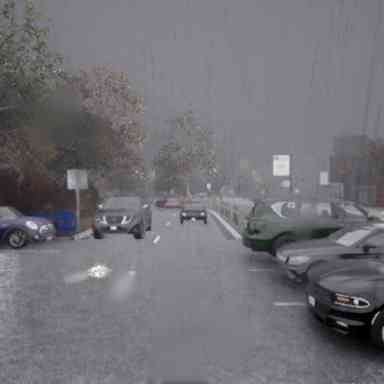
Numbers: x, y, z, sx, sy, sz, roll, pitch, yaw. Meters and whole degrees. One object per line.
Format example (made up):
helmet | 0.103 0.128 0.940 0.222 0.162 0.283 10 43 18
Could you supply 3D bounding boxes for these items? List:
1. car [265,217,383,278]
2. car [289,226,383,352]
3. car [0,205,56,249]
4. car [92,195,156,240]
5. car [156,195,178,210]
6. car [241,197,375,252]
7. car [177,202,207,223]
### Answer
car | 4.419 1.499 8.173 4.674 1.452 2.002 0 0 0
car | 4.421 1.467 5.345 5.008 1.535 2.097 0 0 0
car | -8.094 1.308 13.742 4.553 1.767 2.185 0 -1 0
car | -3.339 1.168 16.960 2.150 2.045 5.566 0 0 0
car | -3.130 1.372 40.632 1.994 1.385 4.181 0 0 -31
car | 4.445 1.198 10.997 5.566 2.045 2.435 0 0 0
car | 0.104 1.511 24.357 1.895 1.301 4.718 0 0 0
